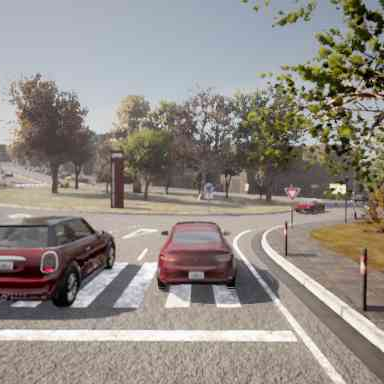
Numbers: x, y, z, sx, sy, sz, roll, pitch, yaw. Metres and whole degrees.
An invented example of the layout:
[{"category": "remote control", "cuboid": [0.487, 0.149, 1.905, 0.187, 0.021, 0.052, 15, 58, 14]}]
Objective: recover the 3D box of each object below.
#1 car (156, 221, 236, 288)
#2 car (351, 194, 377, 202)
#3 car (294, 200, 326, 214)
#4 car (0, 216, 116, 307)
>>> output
[{"category": "car", "cuboid": [0.113, 1.519, 9.088, 1.812, 1.442, 4.674, 0, 0, 1]}, {"category": "car", "cuboid": [29.210, 1.103, 56.338, 5.357, 1.411, 2.033, 2, -1, -34]}, {"category": "car", "cuboid": [12.779, 1.545, 35.784, 1.895, 1.301, 4.718, 1, 2, 40]}, {"category": "car", "cuboid": [-3.358, 1.348, 8.160, 2.097, 1.767, 4.553, 0, 0, 1]}]
